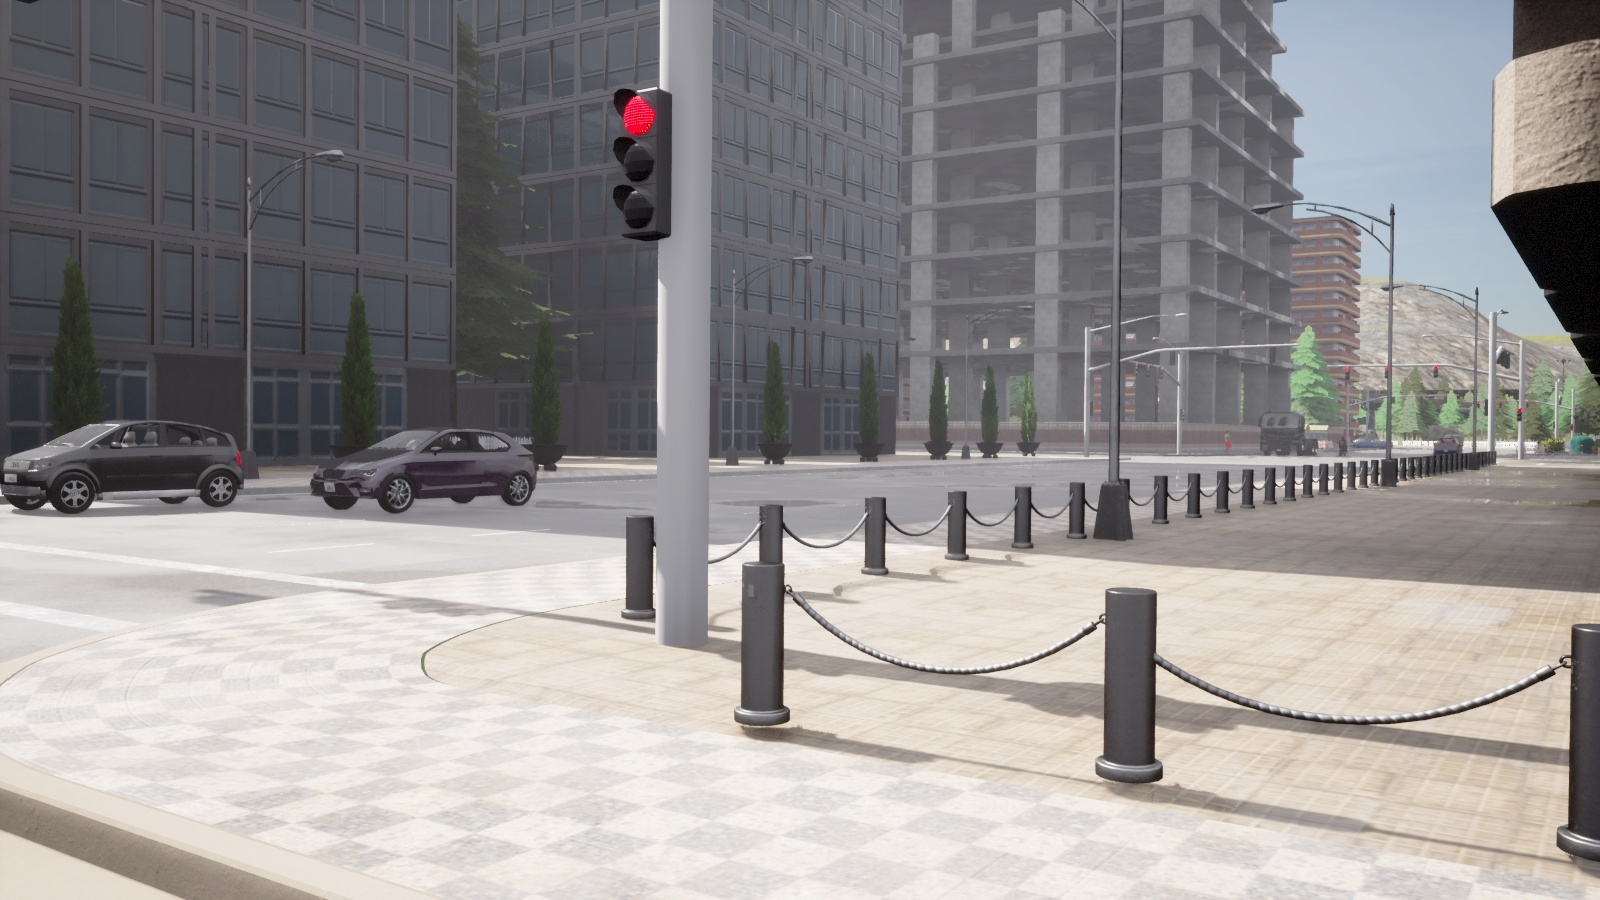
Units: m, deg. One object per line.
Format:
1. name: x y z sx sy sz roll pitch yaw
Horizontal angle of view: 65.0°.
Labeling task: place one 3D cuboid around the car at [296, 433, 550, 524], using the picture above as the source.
1. car: -6.723 0.439 22.796 1.816 1.474 4.193 0 1 34

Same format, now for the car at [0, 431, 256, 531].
1. car: -11.657 0.463 21.730 1.789 1.549 3.705 0 1 34
